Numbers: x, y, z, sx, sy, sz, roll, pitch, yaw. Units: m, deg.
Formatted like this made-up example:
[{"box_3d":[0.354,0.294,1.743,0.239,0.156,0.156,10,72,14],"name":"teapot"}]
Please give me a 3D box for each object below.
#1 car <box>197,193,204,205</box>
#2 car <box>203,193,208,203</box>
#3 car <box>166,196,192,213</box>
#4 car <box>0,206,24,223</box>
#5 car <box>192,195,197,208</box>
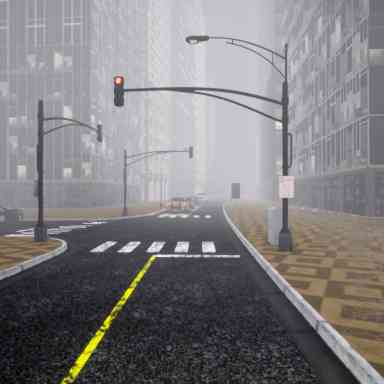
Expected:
[{"box_3d":[0.361,1.432,56.481,2.128,1.511,4.902,0,0,7],"name":"car"},{"box_3d":[2.074,1.134,69.231,2.150,2.045,5.566,0,0,8],"name":"car"},{"box_3d":[-1.550,1.327,36.949,2.097,1.767,4.553,0,0,5],"name":"car"},{"box_3d":[-16.475,1.854,28.049,4.403,1.369,2.008,-1,1,10],"name":"car"},{"box_3d":[-0.766,1.466,45.969,1.837,1.490,4.892,0,0,6],"name":"car"}]
